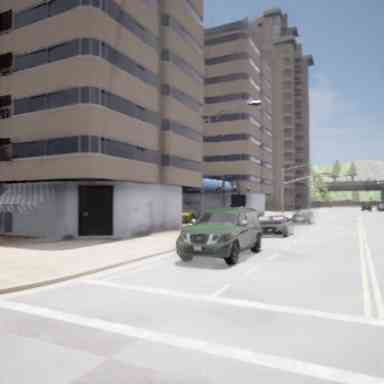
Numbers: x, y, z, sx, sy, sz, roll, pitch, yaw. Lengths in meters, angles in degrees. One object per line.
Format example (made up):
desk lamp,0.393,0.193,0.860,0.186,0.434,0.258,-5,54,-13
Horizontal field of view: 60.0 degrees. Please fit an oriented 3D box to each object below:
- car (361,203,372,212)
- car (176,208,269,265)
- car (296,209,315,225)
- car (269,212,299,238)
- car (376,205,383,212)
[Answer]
car,42.165,3.681,80.226,2.150,2.045,5.566,-1,-2,26
car,1.424,1.712,14.166,2.150,2.045,5.566,-1,-2,26
car,11.618,2.593,34.638,2.128,1.511,4.902,-1,-1,27
car,5.902,2.325,23.162,1.994,1.385,4.181,-1,-2,26
car,45.299,3.995,78.655,1.895,1.301,4.718,-1,-2,26
